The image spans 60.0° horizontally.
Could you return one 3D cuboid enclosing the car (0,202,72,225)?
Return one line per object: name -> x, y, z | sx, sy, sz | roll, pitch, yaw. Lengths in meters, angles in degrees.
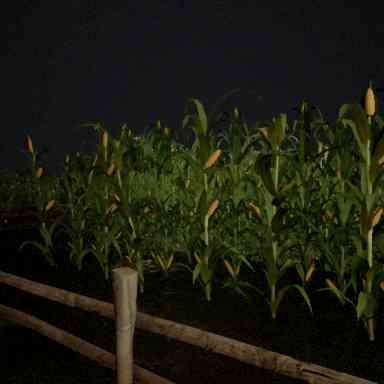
car -> -10.028, 1.510, 22.176 | 1.895, 1.301, 4.718 | 0, 1, 36
